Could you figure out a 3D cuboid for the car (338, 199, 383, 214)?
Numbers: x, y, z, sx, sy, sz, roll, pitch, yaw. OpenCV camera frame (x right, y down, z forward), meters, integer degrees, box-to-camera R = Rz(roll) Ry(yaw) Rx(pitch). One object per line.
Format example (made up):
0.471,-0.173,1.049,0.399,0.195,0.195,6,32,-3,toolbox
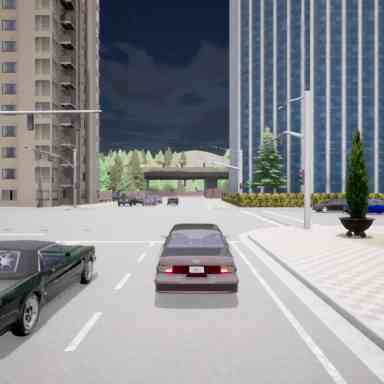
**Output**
17.628,1.478,33.014,5.008,1.535,1.882,0,0,0,car

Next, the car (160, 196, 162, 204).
-6.899,1.352,63.716,2.097,1.767,4.553,0,0,1,car

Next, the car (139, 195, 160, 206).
-6.959,1.352,54.827,2.097,1.767,4.553,0,0,0,car

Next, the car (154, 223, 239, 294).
0.096,1.547,8.943,2.033,1.411,5.357,0,0,0,car

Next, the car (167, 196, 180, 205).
-3.282,1.505,58.521,1.837,1.490,4.892,0,0,0,car

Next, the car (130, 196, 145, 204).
-10.394,1.547,64.101,2.033,1.411,5.357,0,0,1,car

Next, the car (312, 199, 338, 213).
15.677,1.505,36.499,4.892,1.490,1.837,0,0,0,car

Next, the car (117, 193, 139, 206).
-10.466,1.221,53.861,2.150,2.045,5.566,0,0,0,car

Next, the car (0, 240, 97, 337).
-3.423,1.601,6.606,1.895,1.301,4.718,0,0,1,car
